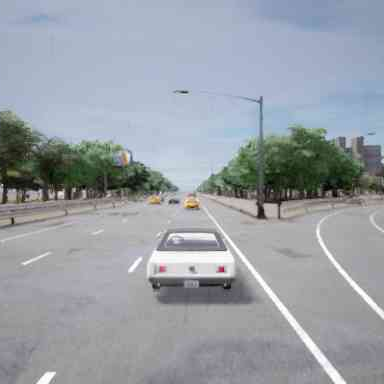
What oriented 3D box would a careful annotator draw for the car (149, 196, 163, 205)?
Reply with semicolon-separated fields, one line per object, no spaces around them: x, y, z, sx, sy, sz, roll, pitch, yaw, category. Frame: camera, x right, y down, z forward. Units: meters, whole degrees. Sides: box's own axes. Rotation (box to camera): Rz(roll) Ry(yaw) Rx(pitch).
-7.020;1.563;62.713;1.882;1.535;5.008;0;0;0;car

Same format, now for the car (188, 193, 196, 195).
-0.023;1.190;73.583;2.150;2.045;5.566;0;0;0;car

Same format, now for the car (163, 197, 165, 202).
-7.023;1.485;73.134;2.033;1.411;5.357;0;0;0;car

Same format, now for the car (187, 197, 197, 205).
-0.020;1.690;63.958;1.895;1.301;4.718;0;0;0;car

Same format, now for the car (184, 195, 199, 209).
-0.013;1.518;45.965;1.882;1.535;5.008;0;0;0;car

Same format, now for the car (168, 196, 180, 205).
-3.520;1.613;63.128;1.812;1.442;4.674;0;0;0;car

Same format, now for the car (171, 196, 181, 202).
-3.523;1.541;73.165;1.895;1.301;4.718;0;0;0;car

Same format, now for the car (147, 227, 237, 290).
-0.004;1.603;9.040;1.895;1.301;4.718;0;0;0;car
